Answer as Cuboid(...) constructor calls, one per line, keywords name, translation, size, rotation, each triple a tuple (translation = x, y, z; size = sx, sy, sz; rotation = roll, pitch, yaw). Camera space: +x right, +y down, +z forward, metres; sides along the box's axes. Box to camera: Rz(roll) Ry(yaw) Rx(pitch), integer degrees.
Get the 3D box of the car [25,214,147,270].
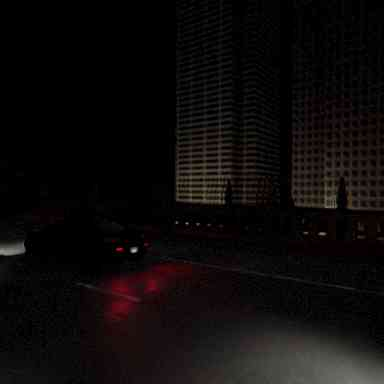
Cuboid(name="car", translation=(-3.517, 1.453, 10.802), size=(4.674, 1.442, 1.812), rotation=(1, 0, 36))
